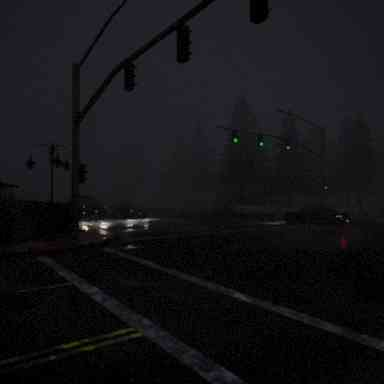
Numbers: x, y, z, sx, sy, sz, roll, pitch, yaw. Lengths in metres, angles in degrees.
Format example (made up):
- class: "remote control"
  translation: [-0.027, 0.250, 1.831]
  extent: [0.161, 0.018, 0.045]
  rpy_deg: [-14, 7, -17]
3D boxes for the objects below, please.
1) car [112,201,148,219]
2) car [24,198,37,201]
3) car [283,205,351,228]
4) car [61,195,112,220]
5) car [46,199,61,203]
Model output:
- class: "car"
  translation: [-5.824, 1.596, 30.445]
  extent: [1.812, 1.442, 4.674]
  rpy_deg: [0, 0, -37]
- class: "car"
  translation: [-23.702, 1.612, 48.487]
  extent: [1.994, 1.385, 4.181]
  rpy_deg: [0, 0, -36]
- class: "car"
  translation: [8.550, 1.636, 23.046]
  extent: [1.812, 1.442, 4.674]
  rpy_deg: [0, 0, -37]
- class: "car"
  translation: [-9.494, 1.272, 29.472]
  extent: [2.150, 2.045, 5.566]
  rpy_deg: [0, 0, -37]
- class: "car"
  translation: [-20.590, 1.667, 50.165]
  extent: [1.895, 1.301, 4.718]
  rpy_deg: [0, 0, -36]
